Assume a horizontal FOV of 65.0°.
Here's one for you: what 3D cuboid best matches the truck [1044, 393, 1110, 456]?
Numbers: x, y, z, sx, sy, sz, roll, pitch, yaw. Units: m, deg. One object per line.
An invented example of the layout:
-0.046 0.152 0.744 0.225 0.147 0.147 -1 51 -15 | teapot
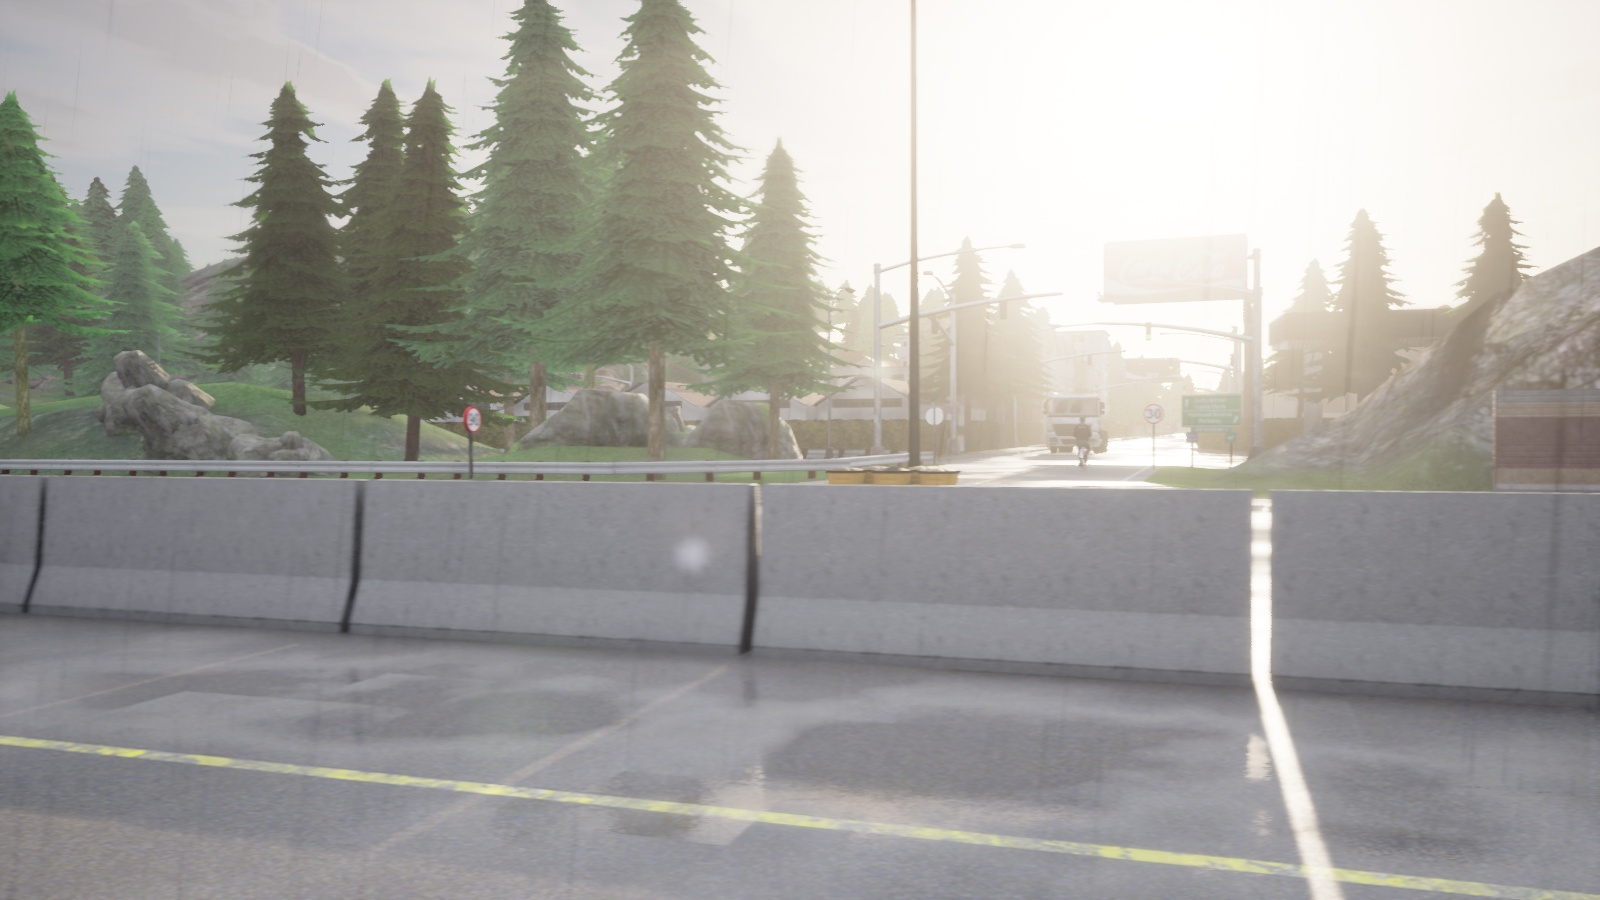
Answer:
16.246 -1.446 73.263 2.891 3.462 7.936 1 1 18 | truck
